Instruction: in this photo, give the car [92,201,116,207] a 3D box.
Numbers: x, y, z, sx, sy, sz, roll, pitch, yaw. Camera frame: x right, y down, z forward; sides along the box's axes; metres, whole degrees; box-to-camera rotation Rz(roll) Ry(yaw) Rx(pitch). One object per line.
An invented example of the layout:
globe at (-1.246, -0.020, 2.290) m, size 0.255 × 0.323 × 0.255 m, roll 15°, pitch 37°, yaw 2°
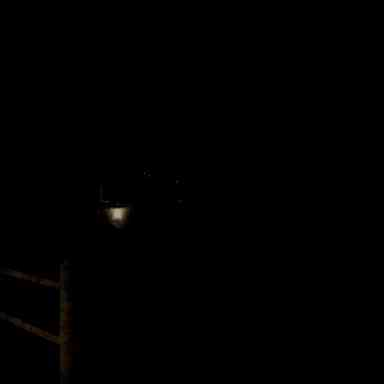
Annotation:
car at (-19.402, 2.602, 73.592) m, size 2.033 × 1.411 × 5.357 m, roll 0°, pitch -1°, yaw 36°
